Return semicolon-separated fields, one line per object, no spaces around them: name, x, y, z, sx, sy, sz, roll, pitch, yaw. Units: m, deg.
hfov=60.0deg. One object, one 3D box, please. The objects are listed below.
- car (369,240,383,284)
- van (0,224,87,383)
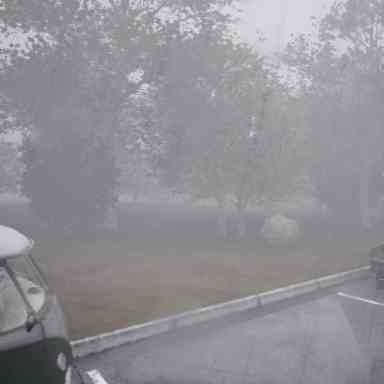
car;6.391;1.505;8.310;4.892;1.521;2.231;0;0;-33
van;-2.899;1.250;1.957;4.442;1.987;1.878;0;1;-33
